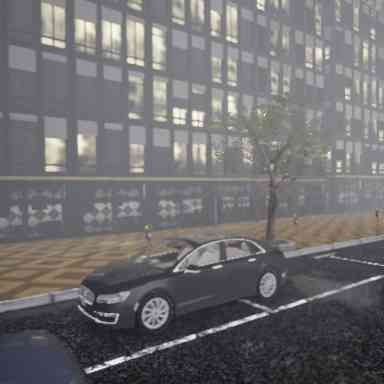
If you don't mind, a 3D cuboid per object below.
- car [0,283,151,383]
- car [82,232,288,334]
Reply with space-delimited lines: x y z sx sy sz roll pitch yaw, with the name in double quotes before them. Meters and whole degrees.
"car" -2.966 1.562 1.137 5.357 1.411 2.033 -1 0 -36
"car" 0.042 1.523 6.602 4.403 1.369 2.008 -1 0 -36
